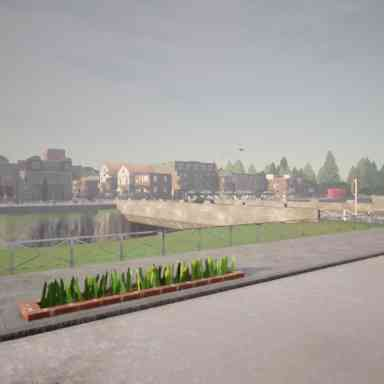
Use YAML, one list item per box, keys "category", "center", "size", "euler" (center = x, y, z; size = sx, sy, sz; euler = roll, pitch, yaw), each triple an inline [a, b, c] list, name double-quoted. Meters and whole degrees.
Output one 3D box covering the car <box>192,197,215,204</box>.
- category: "car"
  center: [1.907, 1.526, 55.290]
  size: [1.812, 1.442, 4.674]
  euler: [0, 0, -35]
